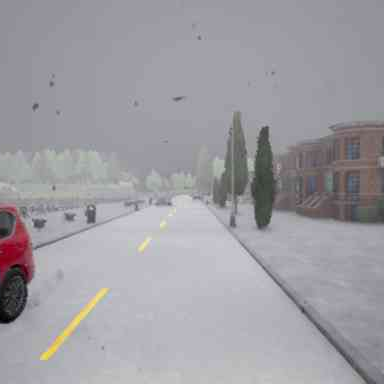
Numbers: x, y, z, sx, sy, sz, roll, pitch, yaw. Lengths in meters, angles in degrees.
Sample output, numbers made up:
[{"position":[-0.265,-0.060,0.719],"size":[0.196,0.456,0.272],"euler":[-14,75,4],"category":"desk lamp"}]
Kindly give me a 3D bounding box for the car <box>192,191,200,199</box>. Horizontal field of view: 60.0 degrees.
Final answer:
[{"position":[1.148,0.842,94.126],"size":[2.150,2.045,5.566],"euler":[-3,0,0],"category":"car"}]

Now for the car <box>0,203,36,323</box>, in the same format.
[{"position":[-4.100,1.206,4.196],"size":[2.150,2.045,5.566],"euler":[0,0,0],"category":"car"}]

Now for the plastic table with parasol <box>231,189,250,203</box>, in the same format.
[{"position":[8.681,0.705,59.649],"size":[2.482,2.480,2.482],"euler":[0,0,-40],"category":"plastic table with parasol"}]

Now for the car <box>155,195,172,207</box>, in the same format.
[{"position":[-4.067,1.181,48.321],"size":[2.097,1.767,4.553],"euler":[0,0,0],"category":"car"}]

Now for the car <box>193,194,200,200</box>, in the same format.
[{"position":[1.208,1.195,88.098],"size":[1.837,1.490,4.892],"euler":[0,0,0],"category":"car"}]

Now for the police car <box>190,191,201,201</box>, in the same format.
[{"position":[1.208,1.150,78.207],"size":[1.930,1.638,5.238],"euler":[0,0,0],"category":"police car"}]
